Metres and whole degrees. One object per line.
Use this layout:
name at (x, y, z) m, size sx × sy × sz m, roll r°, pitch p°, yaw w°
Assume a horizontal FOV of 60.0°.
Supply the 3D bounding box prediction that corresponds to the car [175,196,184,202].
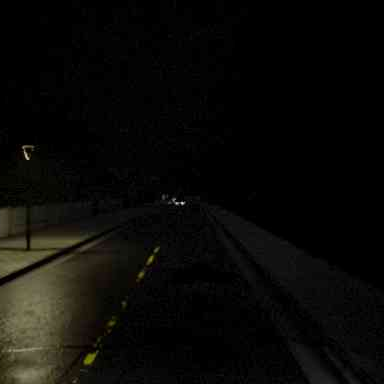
car at (-2.722, 1.641, 75.804) m, size 1.994 × 1.385 × 4.181 m, roll 0°, pitch 0°, yaw 0°
